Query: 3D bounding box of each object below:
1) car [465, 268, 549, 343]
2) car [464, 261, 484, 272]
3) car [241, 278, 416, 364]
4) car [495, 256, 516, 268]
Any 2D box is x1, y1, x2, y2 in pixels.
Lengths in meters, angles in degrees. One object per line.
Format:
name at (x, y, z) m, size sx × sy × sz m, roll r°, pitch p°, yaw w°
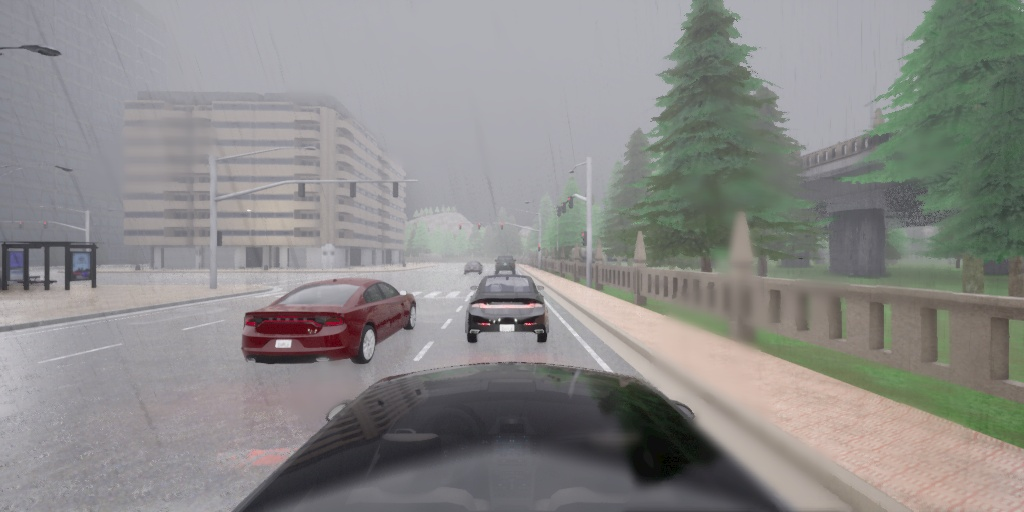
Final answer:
car at (-0.128, 1.241, 9.667) m, size 2.128 × 1.511 × 4.902 m, roll 0°, pitch 0°, yaw -1°
car at (-4.264, 1.297, 40.275) m, size 2.033 × 1.411 × 5.357 m, roll 0°, pitch 0°, yaw -1°
car at (-3.596, 1.228, 8.105) m, size 1.882 × 1.535 × 5.008 m, roll 0°, pitch 0°, yaw 0°
car at (-0.755, 0.972, 40.668) m, size 2.150 × 2.045 × 5.566 m, roll 0°, pitch 0°, yaw -1°
